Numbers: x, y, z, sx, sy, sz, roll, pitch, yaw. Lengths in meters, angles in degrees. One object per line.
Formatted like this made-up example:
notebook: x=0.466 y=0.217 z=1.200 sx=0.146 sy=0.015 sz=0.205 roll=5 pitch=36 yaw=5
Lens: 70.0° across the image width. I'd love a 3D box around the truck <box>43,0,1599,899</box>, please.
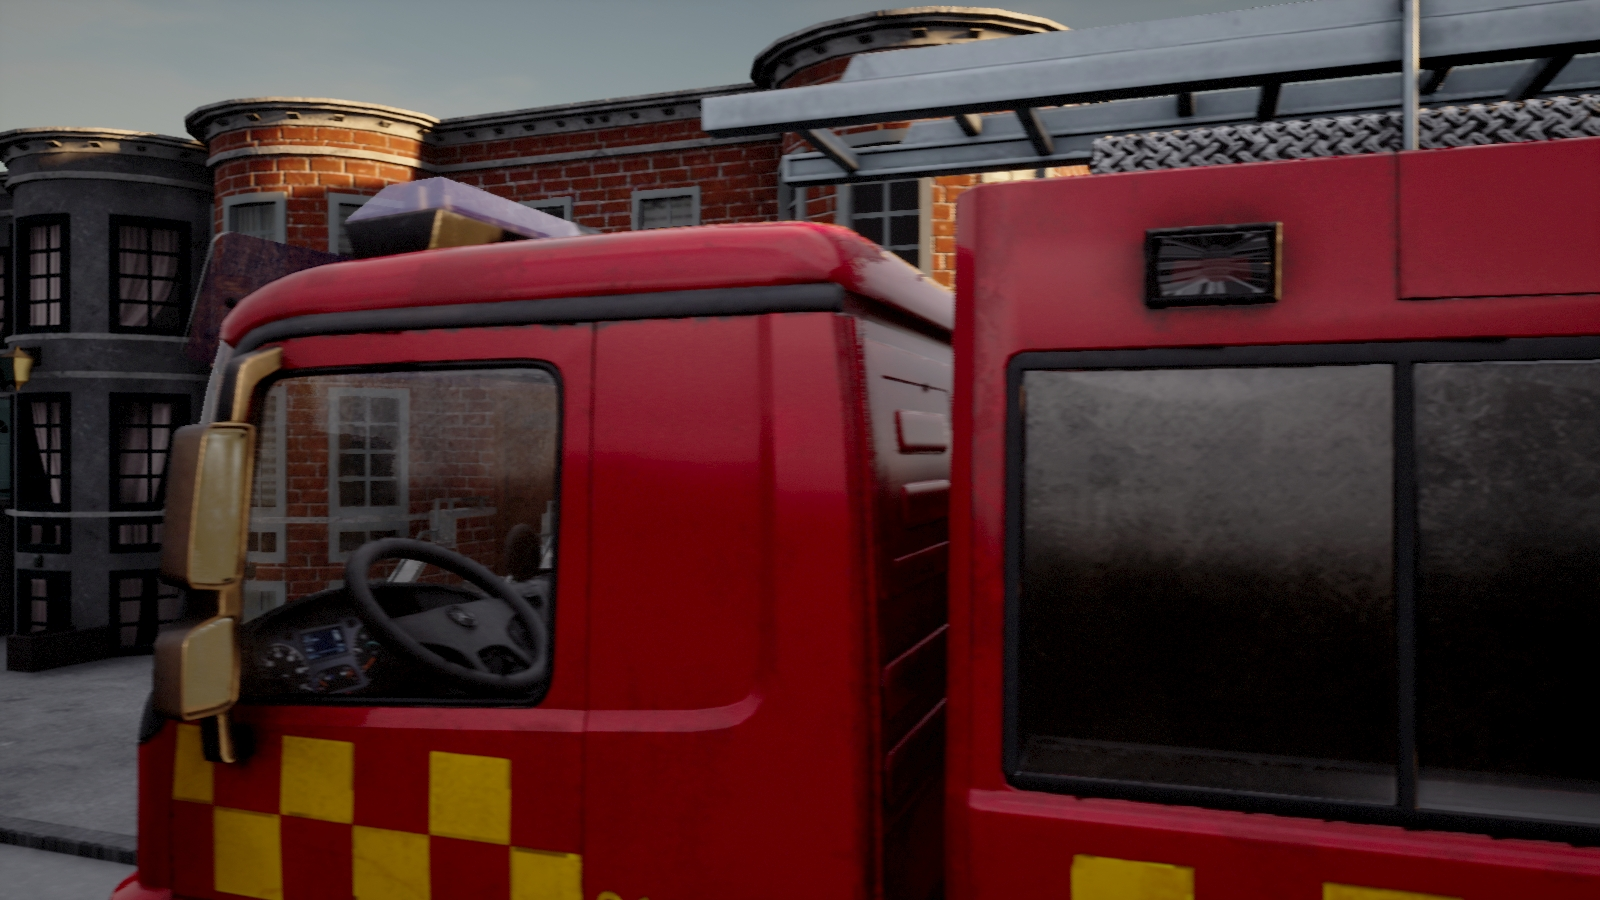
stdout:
truck: x=2.458 y=0.671 z=2.995 sx=8.468 sy=3.827 sz=2.891 roll=0 pitch=0 yaw=19
